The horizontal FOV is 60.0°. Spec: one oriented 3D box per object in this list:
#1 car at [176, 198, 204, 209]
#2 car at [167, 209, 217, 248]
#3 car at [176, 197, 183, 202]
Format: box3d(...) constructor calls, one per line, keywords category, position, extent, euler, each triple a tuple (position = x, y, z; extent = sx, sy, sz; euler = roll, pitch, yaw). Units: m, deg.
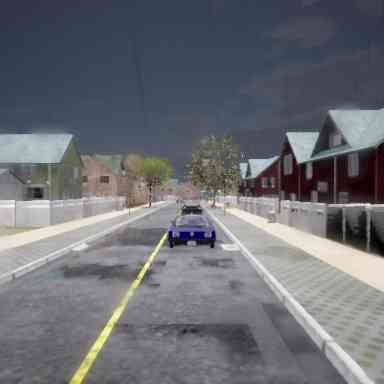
box3d(category="car", position=(0.000, 1.557, 29.656), extent=(2.128, 1.511, 4.902), euler=(0, 0, 0))
box3d(category="car", position=(0.000, 1.631, 14.684), extent=(1.895, 1.301, 4.718), euler=(0, 0, 0))
box3d(category="car", position=(-2.742, 1.880, 75.974), extent=(2.128, 1.511, 4.902), euler=(0, -1, 0))
